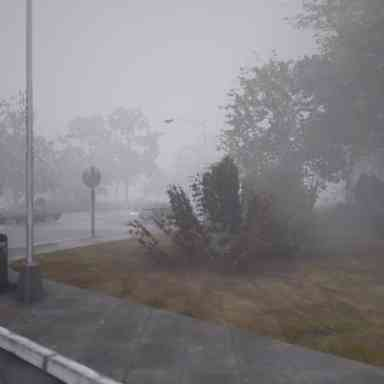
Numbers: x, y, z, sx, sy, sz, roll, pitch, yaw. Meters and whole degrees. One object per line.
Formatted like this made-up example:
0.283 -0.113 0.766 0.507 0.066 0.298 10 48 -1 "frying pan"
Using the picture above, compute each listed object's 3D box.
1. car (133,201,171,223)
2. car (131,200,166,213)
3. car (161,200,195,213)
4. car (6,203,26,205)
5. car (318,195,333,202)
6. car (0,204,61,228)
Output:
-2.060 1.601 26.203 2.128 1.511 4.902 0 0 32 "car"
-5.316 1.739 40.839 1.994 1.385 4.181 0 0 32 "car"
-1.603 1.718 40.152 1.994 1.385 4.181 0 0 32 "car"
-14.307 1.661 26.687 2.128 1.511 4.902 0 0 32 "car"
32.011 1.623 79.871 1.837 1.490 4.892 0 0 32 "car"
-11.963 1.748 23.845 1.895 1.301 4.718 0 0 32 "car"
